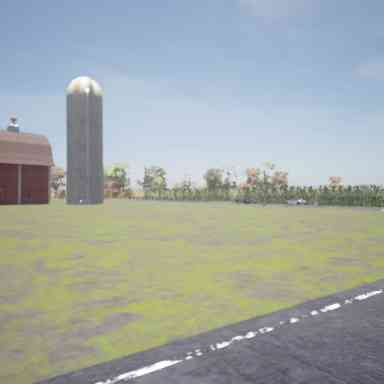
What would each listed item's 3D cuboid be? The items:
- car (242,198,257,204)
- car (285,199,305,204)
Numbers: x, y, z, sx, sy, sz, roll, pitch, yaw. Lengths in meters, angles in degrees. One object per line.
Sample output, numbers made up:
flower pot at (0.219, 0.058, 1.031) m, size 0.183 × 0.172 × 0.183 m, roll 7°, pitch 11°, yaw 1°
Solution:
car at (12.525, 2.090, 72.023) m, size 1.837 × 1.490 × 4.892 m, roll 0°, pitch 0°, yaw -36°
car at (20.549, 1.922, 65.720) m, size 1.812 × 1.442 × 4.674 m, roll 0°, pitch 0°, yaw -36°
